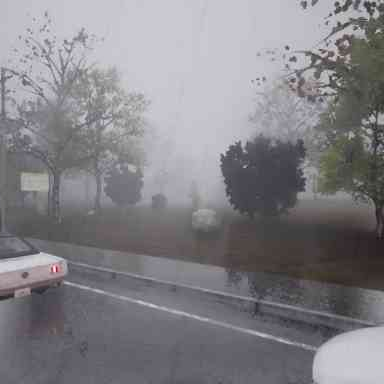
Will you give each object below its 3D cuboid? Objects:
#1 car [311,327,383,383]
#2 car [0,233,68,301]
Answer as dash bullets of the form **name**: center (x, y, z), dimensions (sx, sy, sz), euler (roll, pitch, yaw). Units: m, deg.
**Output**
- **car**: center (3.078, 1.526, 1.812), dimensions (4.674, 1.442, 1.812), euler (0, 0, 35)
- **car**: center (-4.991, 1.601, 7.547), dimensions (4.718, 1.301, 1.895), euler (0, 0, 35)
